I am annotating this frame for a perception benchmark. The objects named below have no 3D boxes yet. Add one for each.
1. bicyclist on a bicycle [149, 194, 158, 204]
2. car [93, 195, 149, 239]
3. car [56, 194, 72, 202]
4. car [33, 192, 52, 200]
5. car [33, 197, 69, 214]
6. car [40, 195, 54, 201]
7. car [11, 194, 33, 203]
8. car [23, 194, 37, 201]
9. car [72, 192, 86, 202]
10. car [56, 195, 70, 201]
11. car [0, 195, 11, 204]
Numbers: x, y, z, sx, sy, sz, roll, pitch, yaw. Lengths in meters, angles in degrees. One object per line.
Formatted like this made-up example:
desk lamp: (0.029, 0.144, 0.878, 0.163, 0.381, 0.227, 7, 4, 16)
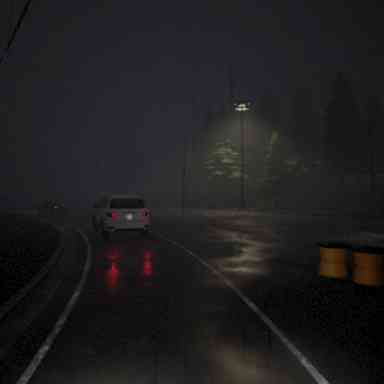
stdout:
bicyclist on a bicycle: (-6.078, 1.112, 52.885, 1.656, 1.620, 0.582, -1, 1, -37)
car: (-3.820, 1.169, 17.422, 2.150, 2.045, 5.566, 0, 0, -22)
car: (-26.945, 1.389, 67.957, 2.033, 1.411, 5.357, 0, 0, -37)
car: (-30.260, 1.096, 66.534, 2.150, 2.045, 5.566, 0, 0, -37)
car: (-14.514, 1.496, 34.163, 1.994, 1.385, 4.181, 0, 0, -36)
car: (-33.226, 1.315, 76.268, 1.994, 1.385, 4.181, 0, 0, -37)
car: (-32.761, 1.442, 64.043, 2.033, 1.411, 5.357, 0, 0, -37)
car: (-36.270, 1.286, 74.490, 1.837, 1.490, 4.892, 0, 0, -37)
car: (-24.173, 1.050, 70.089, 2.150, 2.045, 5.566, 0, 0, -37)
car: (-30.451, 1.335, 78.402, 1.895, 1.301, 4.718, 0, 0, -37)
car: (-35.825, 1.417, 62.292, 1.837, 1.490, 4.892, 0, 0, -37)
